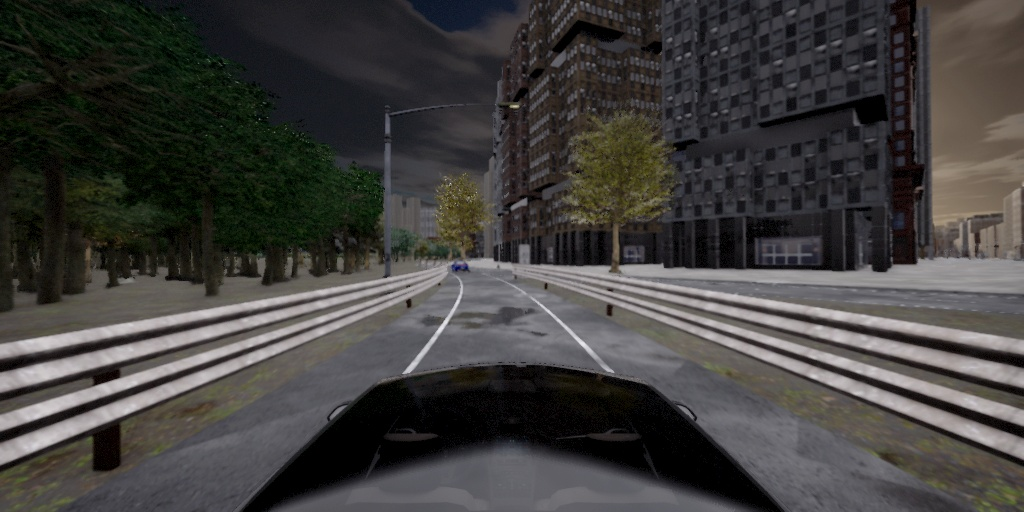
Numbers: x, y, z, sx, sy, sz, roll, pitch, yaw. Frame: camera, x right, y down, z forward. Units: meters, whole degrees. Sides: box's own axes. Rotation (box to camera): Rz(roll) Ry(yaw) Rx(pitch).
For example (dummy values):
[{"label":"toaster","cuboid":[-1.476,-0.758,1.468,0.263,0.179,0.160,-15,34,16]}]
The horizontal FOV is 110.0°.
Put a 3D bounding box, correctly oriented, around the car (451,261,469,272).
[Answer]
[{"label":"car","cuboid":[-7.204,1.408,49.635,1.882,1.535,5.008,0,0,-17]}]
